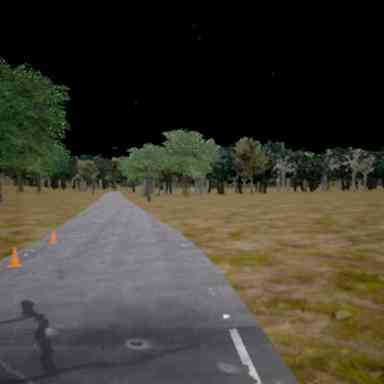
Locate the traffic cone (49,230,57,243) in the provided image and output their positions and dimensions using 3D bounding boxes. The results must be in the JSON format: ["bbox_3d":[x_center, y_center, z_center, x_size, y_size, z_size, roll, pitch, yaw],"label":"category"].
[{"bbox_3d":[-6.340,2.023,15.226,0.340,0.580,0.340,0,0,-11],"label":"traffic cone"}]

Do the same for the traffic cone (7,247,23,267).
[{"bbox_3d":[-5.563,2.028,10.444,0.340,0.580,0.340,0,0,-8],"label":"traffic cone"}]
